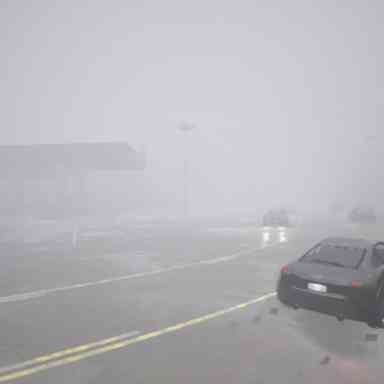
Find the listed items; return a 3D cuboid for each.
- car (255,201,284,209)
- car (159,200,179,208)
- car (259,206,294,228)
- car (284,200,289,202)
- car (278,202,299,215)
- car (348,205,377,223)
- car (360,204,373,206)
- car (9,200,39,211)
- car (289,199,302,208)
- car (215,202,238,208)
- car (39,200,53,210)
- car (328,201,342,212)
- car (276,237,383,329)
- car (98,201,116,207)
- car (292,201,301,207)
[{"bbox_3d":[16.311,2.910,71.890,5.357,1.411,2.033,0,-1,-4],"label":"car"},{"bbox_3d":[-5.503,2.780,78.916,4.553,1.767,2.097,0,-1,18],"label":"car"},{"bbox_3d":[6.944,2.085,27.094,1.994,1.385,4.181,0,-1,20],"label":"car"},{"bbox_3d":[23.049,2.990,85.197,2.097,1.767,4.553,0,-1,19],"label":"car"},{"bbox_3d":[13.829,2.476,47.291,1.994,1.385,4.181,0,-1,19],"label":"car"},{"bbox_3d":[16.255,2.242,31.994,1.895,1.301,4.718,0,-1,19],"label":"car"},{"bbox_3d":[25.853,2.470,49.494,1.882,1.535,5.008,0,-1,19],"label":"car"},{"bbox_3d":[-27.677,2.355,54.218,3.806,1.475,1.970,0,-1,19],"label":"car"},{"bbox_3d":[23.866,2.960,76.694,1.882,1.535,5.008,0,-1,19],"label":"car"},{"bbox_3d":[7.323,2.800,70.939,5.008,1.535,1.882,0,-1,18],"label":"car"},{"bbox_3d":[-26.578,2.302,59.911,4.611,1.667,2.242,0,-1,19],"label":"car"},{"bbox_3d":[25.070,2.653,58.107,1.837,1.490,4.892,0,-1,19],"label":"car"},{"bbox_3d":[3.636,1.715,7.419,1.994,1.385,4.181,-1,-1,44],"label":"car"},{"bbox_3d":[-21.552,2.993,84.275,4.674,1.442,1.812,0,-1,18],"label":"car"},{"bbox_3d":[28.463,3.270,90.275,2.128,1.511,4.902,0,-1,19],"label":"car"}]
